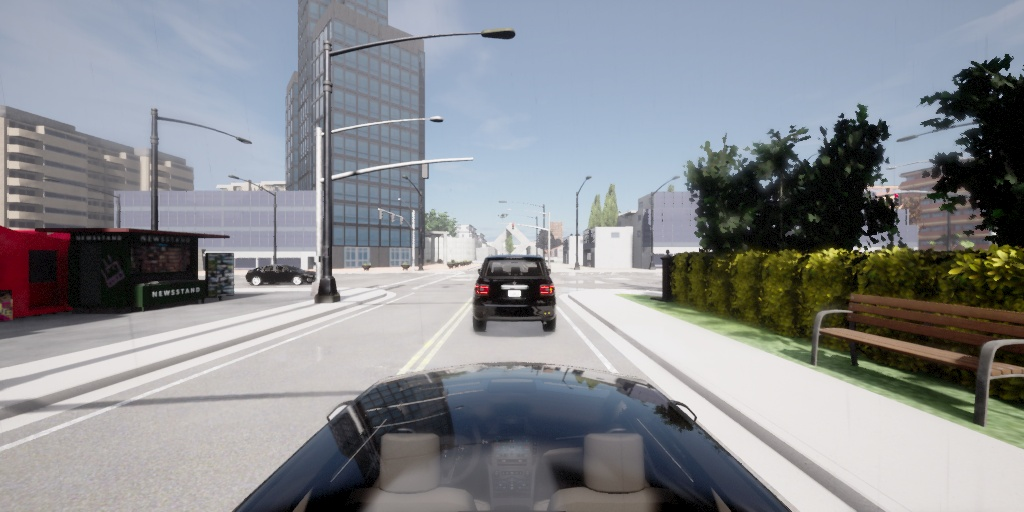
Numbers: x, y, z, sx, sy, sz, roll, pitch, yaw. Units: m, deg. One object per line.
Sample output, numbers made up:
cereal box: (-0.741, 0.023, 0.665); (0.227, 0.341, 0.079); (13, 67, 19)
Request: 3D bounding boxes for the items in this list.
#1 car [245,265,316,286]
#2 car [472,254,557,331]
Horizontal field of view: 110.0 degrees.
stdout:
car: (-16.638, 1.362, 26.173); (4.892, 1.490, 1.837); (-1, 0, 0)
car: (0.075, 0.971, 11.079); (2.150, 2.045, 5.566); (0, 0, 0)
